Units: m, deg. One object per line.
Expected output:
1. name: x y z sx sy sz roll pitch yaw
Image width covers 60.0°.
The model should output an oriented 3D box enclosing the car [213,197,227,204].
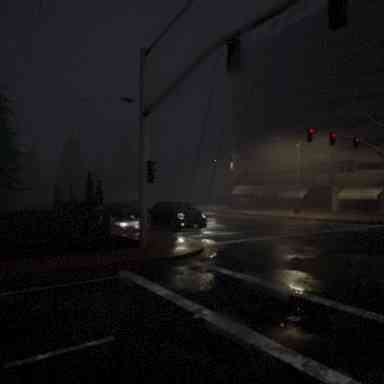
1. car: 5.737 1.838 71.086 1.812 1.442 4.674 0 0 40

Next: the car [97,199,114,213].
1. car: -10.098 1.585 38.936 1.812 1.442 4.674 0 0 -15

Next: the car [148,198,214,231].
1. car: -0.983 1.387 20.992 2.097 1.767 4.553 1 0 -33

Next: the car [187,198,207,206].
1. car: 0.945 1.787 61.973 2.033 1.411 5.357 0 0 20

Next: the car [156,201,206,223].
1. car: -1.021 1.543 27.447 1.882 1.535 5.008 1 0 -32

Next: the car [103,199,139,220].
1. car: -6.079 1.587 28.974 2.033 1.411 5.357 1 0 -30

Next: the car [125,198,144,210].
1. car: -7.965 1.600 46.406 2.128 1.511 4.902 0 0 -5
